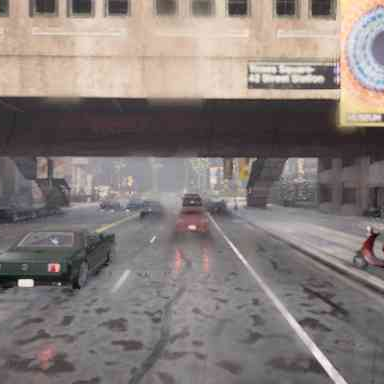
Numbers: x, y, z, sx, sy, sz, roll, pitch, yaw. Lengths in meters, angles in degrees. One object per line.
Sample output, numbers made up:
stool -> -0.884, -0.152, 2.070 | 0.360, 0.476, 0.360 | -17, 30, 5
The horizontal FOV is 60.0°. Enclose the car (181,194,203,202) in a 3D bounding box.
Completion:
car -> -0.024, 1.206, 37.454 | 2.150, 2.045, 5.566 | 0, 0, -1

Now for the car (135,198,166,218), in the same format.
car -> -3.489, 1.523, 30.110 | 2.033, 1.411, 5.357 | 0, 0, 0

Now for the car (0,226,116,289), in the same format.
car -> -3.432, 1.585, 9.073 | 1.895, 1.301, 4.718 | 0, 0, 0

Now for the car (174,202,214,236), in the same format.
car -> 0.009, 1.518, 18.107 | 1.812, 1.442, 4.674 | 0, 0, 0

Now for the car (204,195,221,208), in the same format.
car -> 2.861, 1.344, 47.834 | 2.185, 1.767, 4.553 | 0, 0, -1

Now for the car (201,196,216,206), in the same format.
car -> 2.675, 1.466, 54.258 | 2.097, 1.535, 5.008 | 0, 0, -1

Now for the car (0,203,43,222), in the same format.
car -> -13.749, 1.537, 25.712 | 1.895, 1.301, 4.718 | 0, 0, -1

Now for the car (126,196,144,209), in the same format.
car -> -7.230, 1.307, 43.469 | 2.097, 1.767, 4.553 | 0, 0, 0

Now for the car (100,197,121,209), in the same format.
car -> -10.734, 1.509, 43.929 | 1.994, 1.385, 4.181 | 0, 0, 0

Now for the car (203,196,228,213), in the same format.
car -> 2.902, 1.476, 37.059 | 2.231, 1.521, 4.892 | 0, 0, 9
